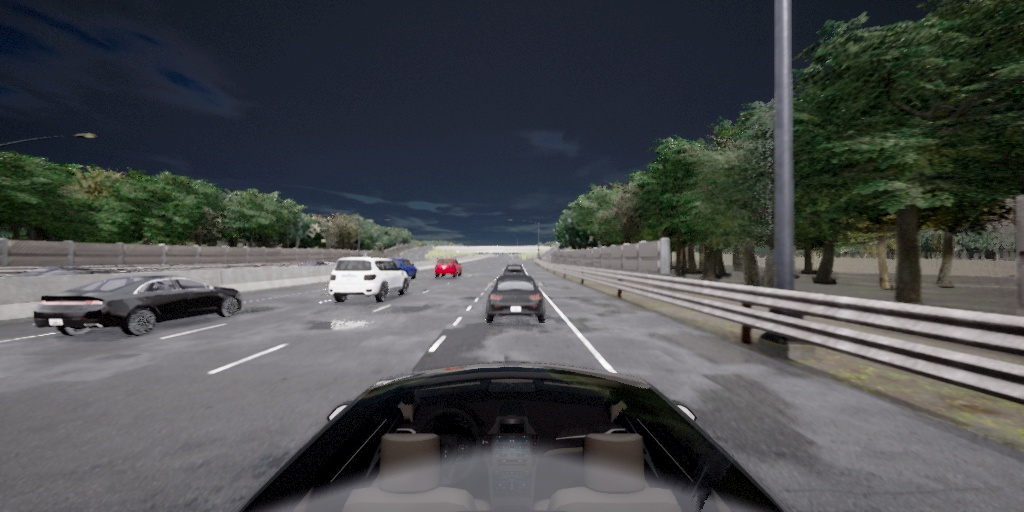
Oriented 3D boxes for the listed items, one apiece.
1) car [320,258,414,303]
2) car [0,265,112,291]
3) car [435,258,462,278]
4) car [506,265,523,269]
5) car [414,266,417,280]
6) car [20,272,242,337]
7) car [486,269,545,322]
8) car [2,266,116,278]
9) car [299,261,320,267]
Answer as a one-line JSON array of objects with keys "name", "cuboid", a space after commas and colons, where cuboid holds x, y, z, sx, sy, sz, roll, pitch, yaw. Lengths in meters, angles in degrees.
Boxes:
[{"name": "car", "cuboid": [-6.866, 1.104, 17.815, 2.150, 2.045, 5.566, 0, -1, 0]}, {"name": "car", "cuboid": [-31.528, 1.429, 24.811, 2.128, 1.511, 4.902, 0, 0, 1]}, {"name": "car", "cuboid": [-6.748, 1.275, 38.384, 2.150, 2.045, 5.566, 0, 0, 0]}, {"name": "car", "cuboid": [0.199, 1.497, 30.924, 1.837, 1.490, 4.892, 0, 0, 0]}, {"name": "car", "cuboid": [-10.291, 1.227, 32.540, 2.150, 2.045, 5.566, 0, 0, 0]}, {"name": "car", "cuboid": [-10.386, 1.315, 10.598, 2.128, 1.511, 4.902, 0, 0, 0]}, {"name": "car", "cuboid": [0.118, 1.366, 12.545, 1.812, 1.442, 4.674, 0, 0, 0]}, {"name": "car", "cuboid": [-21.066, 1.382, 17.156, 1.837, 1.490, 4.892, 0, -1, 0]}, {"name": "car", "cuboid": [-27.805, 1.484, 49.994, 2.097, 1.767, 4.553, 0, 0, 1]}]
